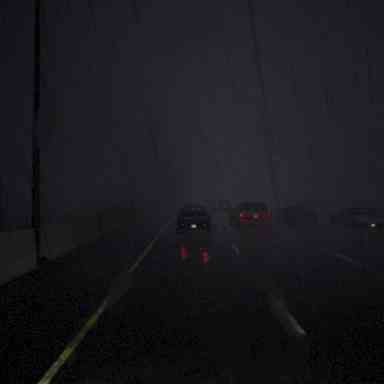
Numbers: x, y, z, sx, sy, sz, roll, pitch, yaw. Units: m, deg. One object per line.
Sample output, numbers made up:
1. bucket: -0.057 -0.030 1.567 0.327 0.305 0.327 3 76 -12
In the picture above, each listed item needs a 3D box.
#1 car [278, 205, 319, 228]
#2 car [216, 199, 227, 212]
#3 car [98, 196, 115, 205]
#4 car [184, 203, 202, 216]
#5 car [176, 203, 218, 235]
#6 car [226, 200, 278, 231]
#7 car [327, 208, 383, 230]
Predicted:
1. car: 7.100 1.597 22.663 1.812 1.442 4.674 0 0 0
2. car: 3.600 1.634 38.427 2.097 1.767 4.553 0 -1 0
3. car: -14.001 1.530 55.335 2.150 2.045 5.566 0 -1 0
4. car: 0.100 1.859 36.999 1.895 1.301 4.718 0 -1 0
5. car: 0.099 1.537 19.216 2.128 1.511 4.902 0 0 0
6. car: 3.599 1.410 20.896 2.097 1.767 4.553 0 0 0
7. car: 10.601 1.665 21.702 1.895 1.301 4.718 0 0 0
